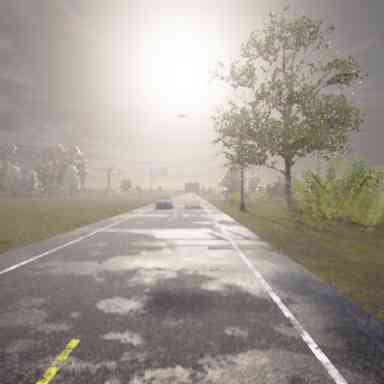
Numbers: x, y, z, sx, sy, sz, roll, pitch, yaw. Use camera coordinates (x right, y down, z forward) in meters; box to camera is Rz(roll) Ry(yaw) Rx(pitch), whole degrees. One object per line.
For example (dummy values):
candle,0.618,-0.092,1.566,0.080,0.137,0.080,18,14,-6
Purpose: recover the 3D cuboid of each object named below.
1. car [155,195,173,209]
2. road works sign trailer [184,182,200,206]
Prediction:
car,-3.569,1.221,43.137,2.097,1.767,4.553,0,0,0
road works sign trailer,0.015,0.312,51.748,2.380,3.560,2.880,0,0,0
